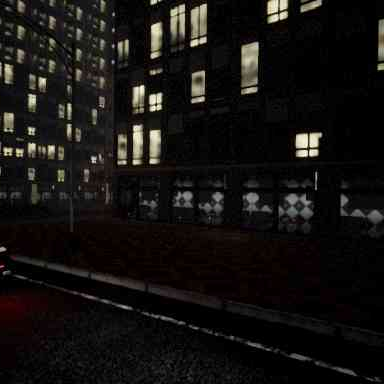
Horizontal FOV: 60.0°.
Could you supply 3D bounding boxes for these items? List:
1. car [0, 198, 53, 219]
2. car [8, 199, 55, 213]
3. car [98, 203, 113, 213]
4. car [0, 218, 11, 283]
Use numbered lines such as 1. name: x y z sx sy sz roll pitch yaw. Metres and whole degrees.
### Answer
1. car: -15.671 1.515 30.561 2.192 1.841 5.009 1 0 36
2. car: -19.183 1.637 39.931 1.752 1.417 4.829 1 0 36
3. car: -8.888 1.826 39.783 1.752 1.417 4.829 1 0 36
4. car: -6.376 1.486 8.203 4.902 1.511 2.128 0 0 36
